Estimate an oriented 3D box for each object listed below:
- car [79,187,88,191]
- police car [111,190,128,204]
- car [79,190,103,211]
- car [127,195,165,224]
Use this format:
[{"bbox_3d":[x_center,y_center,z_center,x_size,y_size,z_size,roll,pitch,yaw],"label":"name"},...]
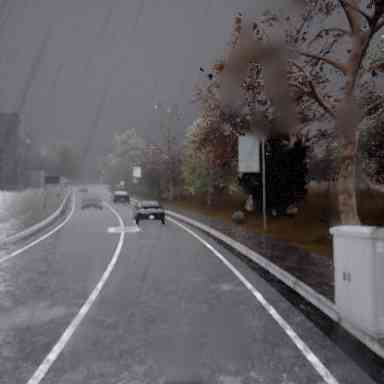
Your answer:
[{"bbox_3d":[-22.933,-0.454,70.204,1.895,1.301,4.718,1,2,-19],"label":"car"},{"bbox_3d":[-8.892,0.548,41.079,1.930,1.638,5.238,1,2,-19],"label":"police car"},{"bbox_3d":[-9.483,0.905,31.488,2.033,1.411,5.357,1,2,-18],"label":"car"},{"bbox_3d":[-2.966,1.223,22.209,2.128,1.511,4.902,1,1,-13],"label":"car"}]
